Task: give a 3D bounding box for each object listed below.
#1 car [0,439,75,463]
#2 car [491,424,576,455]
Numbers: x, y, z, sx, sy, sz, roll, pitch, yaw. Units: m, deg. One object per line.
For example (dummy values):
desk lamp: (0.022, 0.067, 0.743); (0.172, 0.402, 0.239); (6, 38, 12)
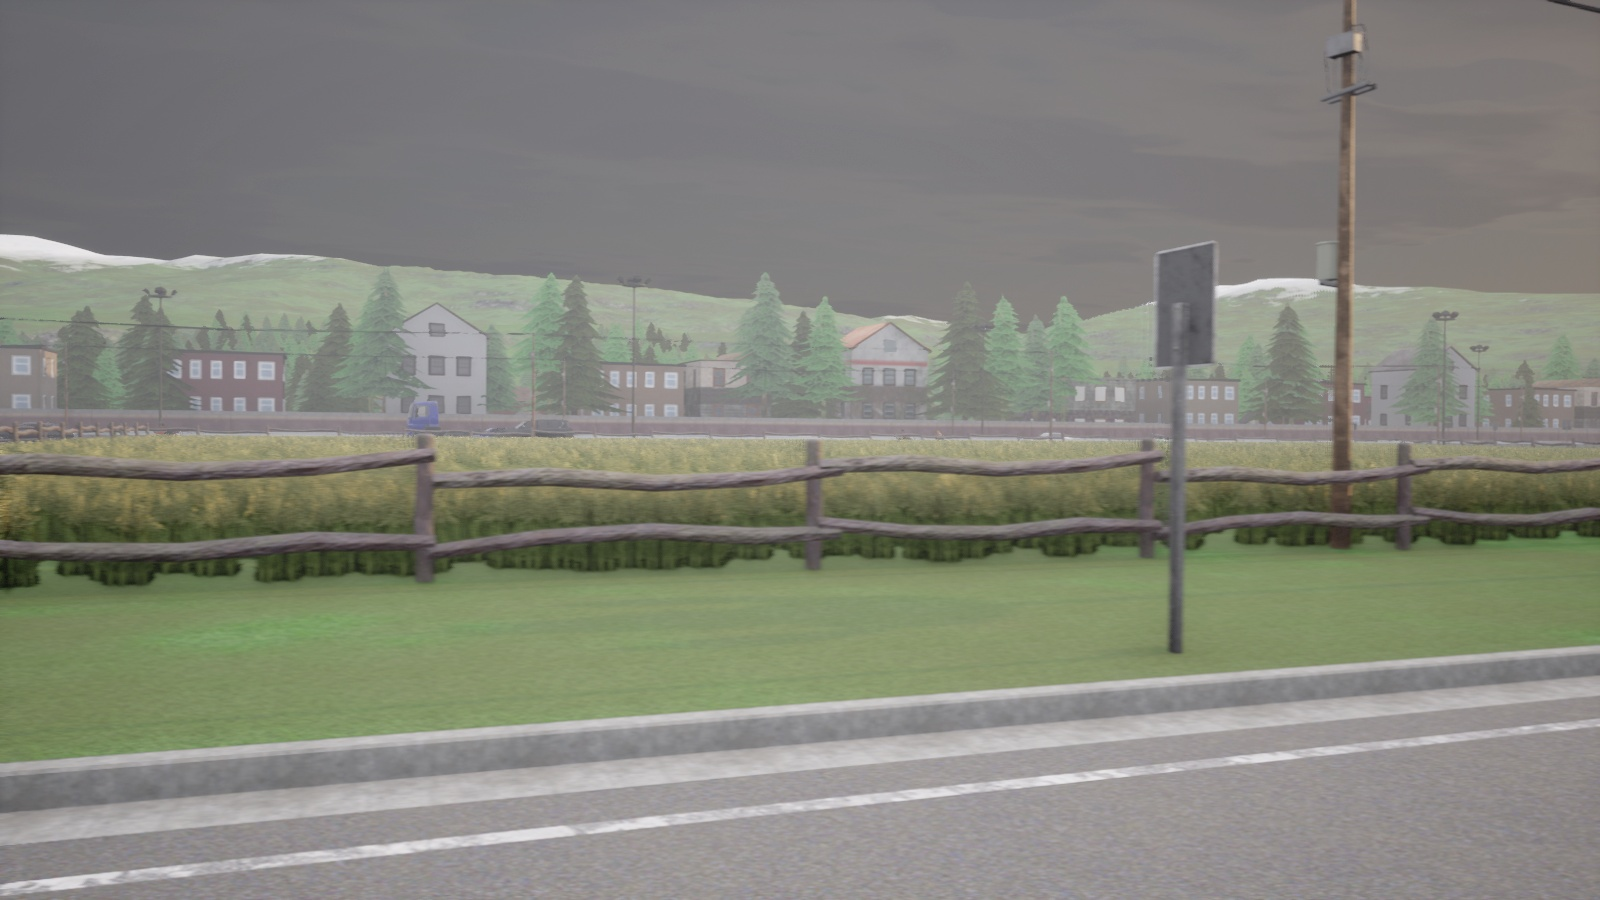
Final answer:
car: (-49.402, 0.057, 80.447); (4.892, 1.490, 1.837); (-1, 1, -21)
car: (-18.728, -0.741, 88.190); (5.566, 2.045, 2.150); (-1, 1, -21)
